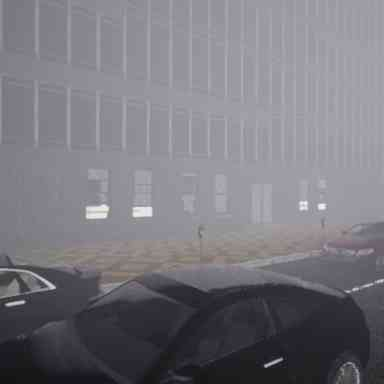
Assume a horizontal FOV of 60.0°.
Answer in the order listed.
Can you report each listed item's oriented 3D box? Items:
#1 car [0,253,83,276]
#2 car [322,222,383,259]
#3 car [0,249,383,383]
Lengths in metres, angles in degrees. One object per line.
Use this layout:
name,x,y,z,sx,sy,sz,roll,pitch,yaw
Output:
car,-3.292,1.549,4.211,4.403,1.369,2.008,0,0,-36
car,5.965,1.651,10.837,4.206,1.307,1.802,0,0,-36
car,-0.074,1.536,3.205,4.674,1.442,1.812,0,0,-36
